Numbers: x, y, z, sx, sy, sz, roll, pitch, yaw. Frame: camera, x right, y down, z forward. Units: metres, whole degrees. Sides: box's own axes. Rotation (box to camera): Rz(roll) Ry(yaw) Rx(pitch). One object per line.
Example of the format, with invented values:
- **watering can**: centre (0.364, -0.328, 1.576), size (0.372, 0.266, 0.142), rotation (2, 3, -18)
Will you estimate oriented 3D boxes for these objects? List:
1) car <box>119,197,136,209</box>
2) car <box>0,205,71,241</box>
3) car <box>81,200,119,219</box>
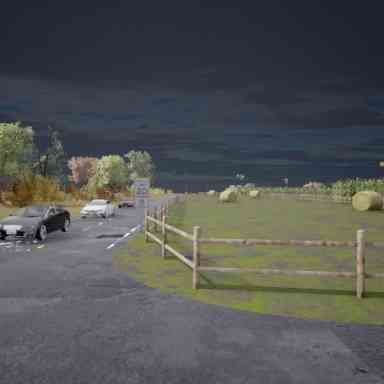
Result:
- **car**: centre (-7.748, 1.323, 40.788), size (1.994, 1.385, 4.181), rotation (1, 0, 0)
- **car**: centre (-7.551, 1.401, 16.361), size (2.128, 1.511, 4.902), rotation (1, 0, -1)
- **car**: centre (-7.644, 1.365, 27.441), size (1.812, 1.442, 4.674), rotation (1, 0, -1)
